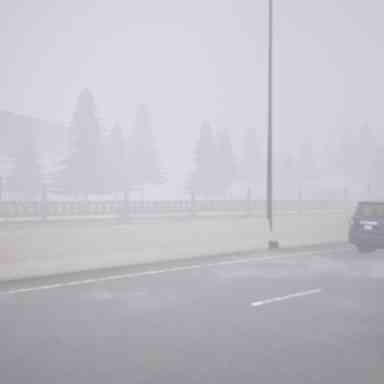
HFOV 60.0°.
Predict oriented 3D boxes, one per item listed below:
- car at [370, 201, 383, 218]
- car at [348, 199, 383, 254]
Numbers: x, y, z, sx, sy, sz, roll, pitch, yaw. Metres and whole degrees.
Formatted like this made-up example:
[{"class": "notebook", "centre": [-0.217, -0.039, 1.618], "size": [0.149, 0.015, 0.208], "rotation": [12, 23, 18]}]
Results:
[{"class": "car", "centre": [20.009, 1.691, 32.044], "size": [4.902, 1.511, 2.128], "rotation": [0, 0, -16]}, {"class": "car", "centre": [8.341, 1.302, 12.398], "size": [5.566, 2.045, 2.150], "rotation": [0, 0, -26]}]
